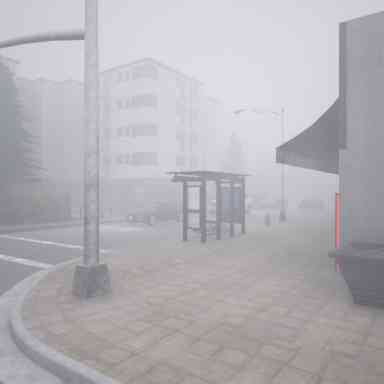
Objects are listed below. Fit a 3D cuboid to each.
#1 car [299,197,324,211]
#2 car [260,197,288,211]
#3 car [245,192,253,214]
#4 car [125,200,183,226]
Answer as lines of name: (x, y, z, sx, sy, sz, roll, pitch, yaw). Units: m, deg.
car: (13.761, 1.329, 38.183, 1.837, 1.490, 4.892, 0, 0, 36)
car: (9.530, 1.301, 38.553, 1.882, 1.535, 5.008, 0, 0, 36)
car: (3.589, 1.045, 30.337, 2.150, 2.045, 5.566, 0, 0, 36)
car: (-2.296, 1.328, 22.154, 1.837, 1.490, 4.892, 0, 0, 36)
